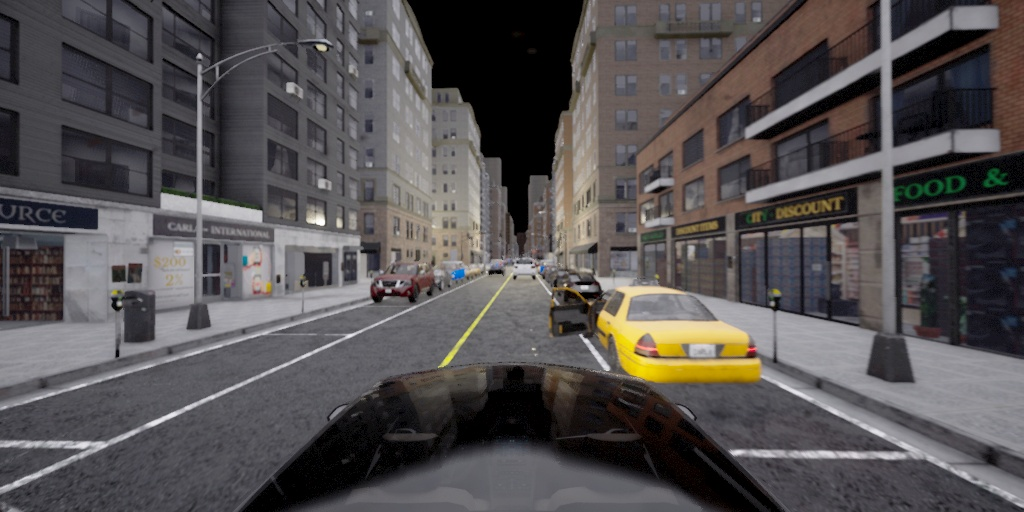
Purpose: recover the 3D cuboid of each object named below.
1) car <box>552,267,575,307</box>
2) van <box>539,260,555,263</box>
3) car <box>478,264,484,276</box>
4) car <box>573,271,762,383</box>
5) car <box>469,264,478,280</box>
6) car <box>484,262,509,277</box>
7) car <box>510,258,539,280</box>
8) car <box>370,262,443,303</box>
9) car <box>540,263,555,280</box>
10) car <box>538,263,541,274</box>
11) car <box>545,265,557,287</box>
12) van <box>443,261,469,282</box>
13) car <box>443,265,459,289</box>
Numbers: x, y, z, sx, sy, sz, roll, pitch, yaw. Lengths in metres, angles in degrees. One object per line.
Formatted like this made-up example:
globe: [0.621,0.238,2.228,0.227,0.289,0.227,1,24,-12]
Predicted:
car: [3.250,1.432,17.771,1.948,1.339,4.313,0,0,2]
van: [3.980,1.379,40.437,1.690,1.789,3.998,0,0,2]
car: [-4.547,1.598,40.526,1.751,1.417,4.829,0,0,2]
car: [2.590,1.241,7.286,1.801,1.575,5.366,0,0,2]
car: [-4.729,1.558,34.860,1.751,1.417,4.829,0,0,2]
car: [-1.704,1.669,41.561,1.895,1.301,4.718,0,0,2]
car: [1.223,1.233,35.497,2.150,2.045,5.566,0,-1,2]
car: [-5.272,1.216,18.034,2.192,1.841,5.009,0,0,2]
car: [3.615,1.507,29.103,2.007,1.370,4.403,0,0,2]
car: [3.798,1.580,34.770,1.802,1.307,4.207,0,0,2]
car: [3.432,1.477,23.437,1.948,1.339,4.313,0,0,2]
van: [-4.907,1.331,29.363,1.690,1.789,3.998,0,0,2]
car: [-5.089,1.496,23.698,2.007,1.370,4.403,0,0,2]
